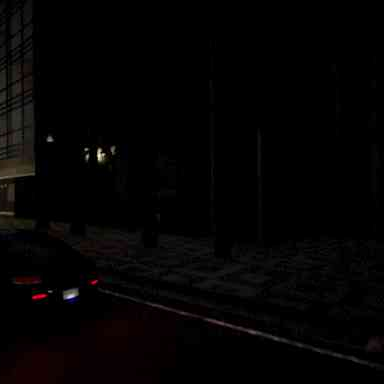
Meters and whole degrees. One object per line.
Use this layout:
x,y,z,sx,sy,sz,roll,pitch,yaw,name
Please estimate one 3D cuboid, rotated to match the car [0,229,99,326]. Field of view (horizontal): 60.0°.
-3.859,1.516,6.908,4.674,1.442,1.812,0,0,37,car
